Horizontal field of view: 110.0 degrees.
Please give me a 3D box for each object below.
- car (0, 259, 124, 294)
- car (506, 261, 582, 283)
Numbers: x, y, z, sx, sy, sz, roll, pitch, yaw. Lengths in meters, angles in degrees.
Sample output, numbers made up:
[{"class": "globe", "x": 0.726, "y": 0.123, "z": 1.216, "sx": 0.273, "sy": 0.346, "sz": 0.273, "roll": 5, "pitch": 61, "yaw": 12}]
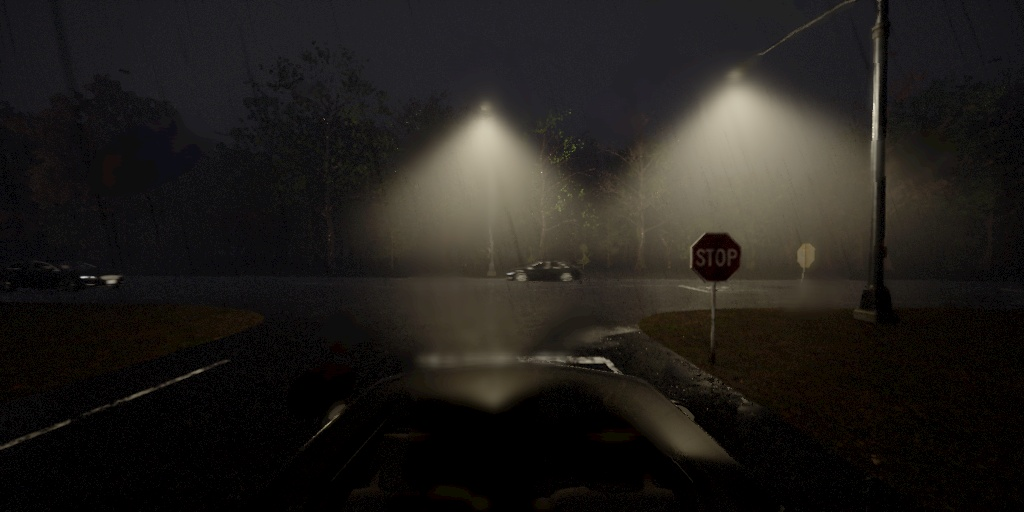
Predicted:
[{"class": "car", "x": -20.895, "y": 0.910, "z": 16.556, "sx": 4.902, "sy": 1.511, "sz": 2.128, "roll": 0, "pitch": 1, "yaw": 1}, {"class": "car", "x": 2.062, "y": 1.044, "z": 23.312, "sx": 4.892, "sy": 1.490, "sz": 1.837, "roll": 0, "pitch": 1, "yaw": 0}]
